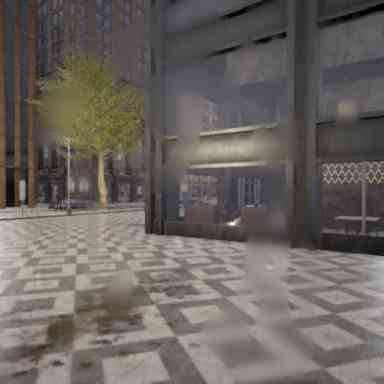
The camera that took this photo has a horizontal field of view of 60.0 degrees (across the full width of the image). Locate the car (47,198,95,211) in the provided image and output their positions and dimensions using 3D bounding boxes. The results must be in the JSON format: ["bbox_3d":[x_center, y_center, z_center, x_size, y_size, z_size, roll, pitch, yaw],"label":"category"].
[{"bbox_3d":[-13.892,1.441,38.672,2.033,1.411,5.357,0,0,36],"label":"car"}]
